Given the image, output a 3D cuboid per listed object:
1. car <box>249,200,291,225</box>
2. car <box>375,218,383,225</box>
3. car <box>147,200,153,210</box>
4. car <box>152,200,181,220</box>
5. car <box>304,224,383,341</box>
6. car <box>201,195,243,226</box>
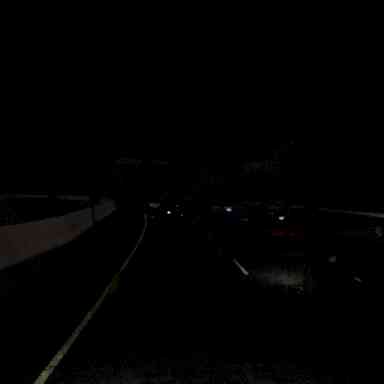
[{"bbox_3d":[5.524,1.524,23.901,1.812,1.442,4.674,0,0,-7],"label":"car"},{"bbox_3d":[9.962,1.467,14.301,1.882,1.535,5.008,0,0,-4],"label":"car"},{"bbox_3d":[-4.762,1.619,42.723,1.895,1.301,4.718,0,0,-12],"label":"car"},{"bbox_3d":[-2.074,1.574,27.946,1.994,1.385,4.181,0,0,-8],"label":"car"},{"bbox_3d":[3.420,1.522,5.431,1.812,1.442,4.674,0,0,-2],"label":"car"},{"bbox_3d":[2.028,1.225,23.878,2.150,2.045,5.566,0,0,-7],"label":"car"}]
